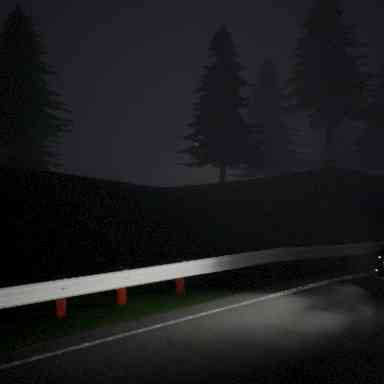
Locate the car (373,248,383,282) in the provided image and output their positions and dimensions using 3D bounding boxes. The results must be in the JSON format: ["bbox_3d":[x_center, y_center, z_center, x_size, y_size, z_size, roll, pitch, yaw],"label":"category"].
[{"bbox_3d":[6.704,1.530,8.050,4.902,1.511,2.128,0,-1,-20],"label":"car"}]
